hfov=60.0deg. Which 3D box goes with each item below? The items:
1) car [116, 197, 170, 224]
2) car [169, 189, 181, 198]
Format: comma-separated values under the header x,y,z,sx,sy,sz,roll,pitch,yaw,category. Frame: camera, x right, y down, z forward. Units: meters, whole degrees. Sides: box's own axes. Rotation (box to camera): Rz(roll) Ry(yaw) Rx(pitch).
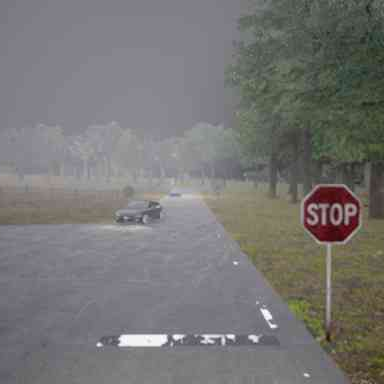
x,y,z,sx,sy,sz,roll,pitch,yaw,category
-3.324,1.263,22.270,1.837,1.490,4.892,4,3,15,car
-2.928,0.153,57.165,1.882,1.535,5.008,0,2,0,car
